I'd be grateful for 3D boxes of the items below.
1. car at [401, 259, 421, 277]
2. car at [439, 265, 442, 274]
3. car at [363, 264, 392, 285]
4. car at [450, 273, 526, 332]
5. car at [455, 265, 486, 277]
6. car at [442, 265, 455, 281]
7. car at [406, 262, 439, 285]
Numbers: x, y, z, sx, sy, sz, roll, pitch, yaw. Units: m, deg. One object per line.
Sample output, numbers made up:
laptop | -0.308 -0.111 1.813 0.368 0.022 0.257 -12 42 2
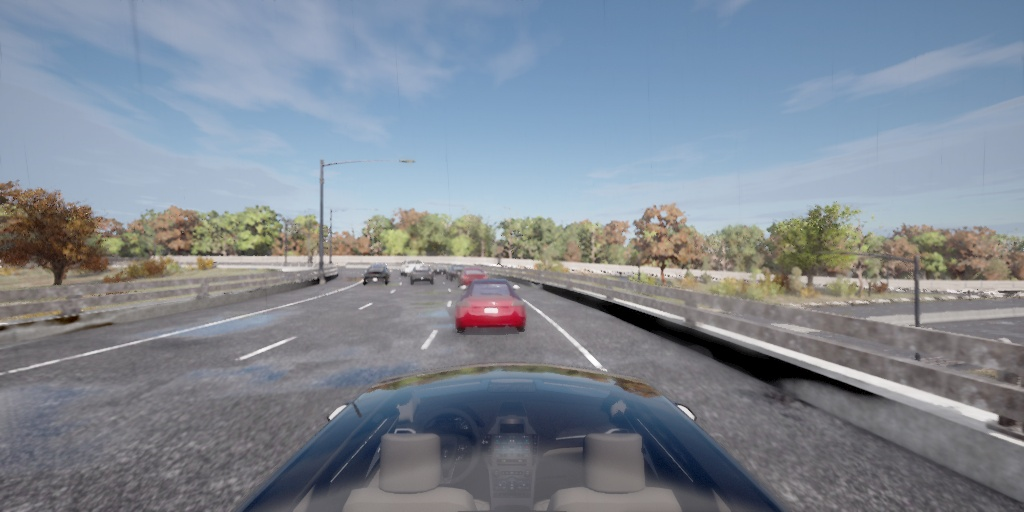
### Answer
car | -12.103 1.411 43.306 2.150 2.045 5.566 0 0 -23
car | -9.192 1.806 45.257 1.895 1.301 4.718 0 -1 -23
car | -11.105 1.553 29.697 1.837 1.490 4.892 0 0 -16
car | -0.691 1.414 11.365 1.994 1.385 4.181 0 -1 -4
car | -2.658 1.509 24.162 1.812 1.442 4.674 0 -1 -12
car | -5.314 1.619 34.688 1.812 1.442 4.674 0 -1 -17
car | -7.638 1.542 30.292 2.128 1.511 4.902 0 -1 -16
